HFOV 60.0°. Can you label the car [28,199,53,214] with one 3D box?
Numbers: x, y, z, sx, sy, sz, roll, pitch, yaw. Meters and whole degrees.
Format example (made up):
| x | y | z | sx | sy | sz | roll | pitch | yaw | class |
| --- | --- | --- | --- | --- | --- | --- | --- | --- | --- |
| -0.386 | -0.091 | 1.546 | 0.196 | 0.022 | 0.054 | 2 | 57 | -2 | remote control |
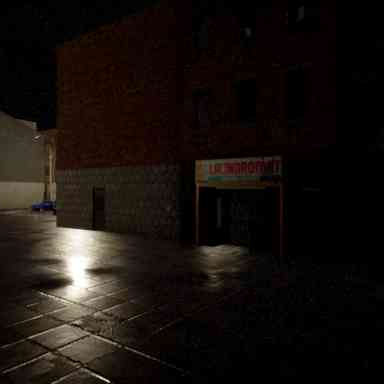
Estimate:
| x | y | z | sx | sy | sz | roll | pitch | yaw | class |
| --- | --- | --- | --- | --- | --- | --- | --- | --- | --- |
| -15.593 | 1.554 | 36.742 | 1.812 | 1.442 | 4.674 | 0 | 0 | 35 | car |
